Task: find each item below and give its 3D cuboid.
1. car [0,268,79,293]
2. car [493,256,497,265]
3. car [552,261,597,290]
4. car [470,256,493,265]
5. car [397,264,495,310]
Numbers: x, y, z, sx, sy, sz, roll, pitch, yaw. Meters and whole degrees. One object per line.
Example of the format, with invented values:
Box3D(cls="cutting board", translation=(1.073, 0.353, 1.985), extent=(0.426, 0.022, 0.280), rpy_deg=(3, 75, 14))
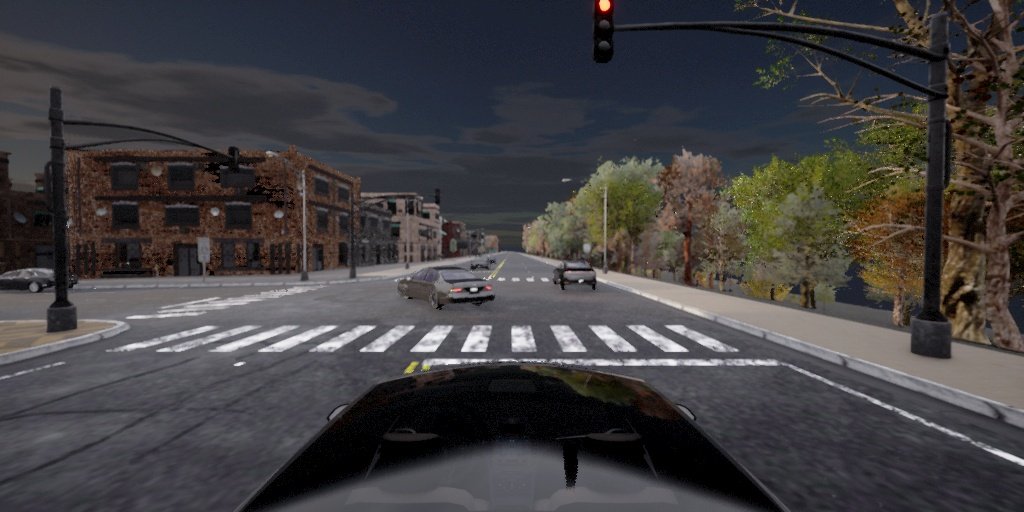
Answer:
Box3D(cls="car", translation=(-28.287, 1.405, 21.073), extent=(4.403, 1.370, 2.007), rpy_deg=(0, 0, -1))
Box3D(cls="car", translation=(-3.313, 0.641, 53.771), extent=(1.895, 1.301, 4.718), rpy_deg=(0, 1, 0))
Box3D(cls="car", translation=(3.384, 0.991, 19.978), extent=(2.128, 1.511, 4.902), rpy_deg=(0, 1, 0))
Box3D(cls="car", translation=(-3.315, 0.753, 38.401), extent=(1.837, 1.490, 4.892), rpy_deg=(0, 1, 0))
Box3D(cls="car", translation=(-2.744, 1.130, 13.915), extent=(2.033, 1.411, 5.357), rpy_deg=(0, 1, -36))
